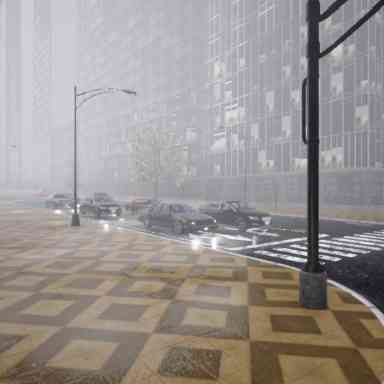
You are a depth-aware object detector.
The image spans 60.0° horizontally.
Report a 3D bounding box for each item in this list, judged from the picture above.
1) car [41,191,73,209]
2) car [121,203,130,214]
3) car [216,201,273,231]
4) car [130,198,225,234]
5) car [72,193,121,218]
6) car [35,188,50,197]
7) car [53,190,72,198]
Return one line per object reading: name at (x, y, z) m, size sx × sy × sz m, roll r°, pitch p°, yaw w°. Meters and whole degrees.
car at (-13.382, 0.902, 33.531) m, size 1.812 × 1.442 × 4.674 m, roll 0°, pitch 1°, yaw -38°
car at (-3.416, 1.193, 26.063) m, size 1.895 × 1.301 × 4.718 m, roll 0°, pitch 1°, yaw -38°
car at (2.309, 1.254, 18.772) m, size 2.128 × 1.511 × 4.902 m, roll 0°, pitch 1°, yaw -38°
car at (-0.974, 1.292, 17.688) m, size 2.033 × 1.411 × 5.357 m, roll 0°, pitch 1°, yaw -38°
car at (-7.049, 1.056, 25.428) m, size 2.128 × 1.511 × 4.902 m, roll 0°, pitch 1°, yaw -38°
car at (-28.478, 0.110, 63.731) m, size 2.097 × 1.767 × 4.553 m, roll 0°, pitch 1°, yaw -38°
car at (-25.378, 0.316, 65.041) m, size 2.033 × 1.411 × 5.357 m, roll 0°, pitch 1°, yaw -38°
